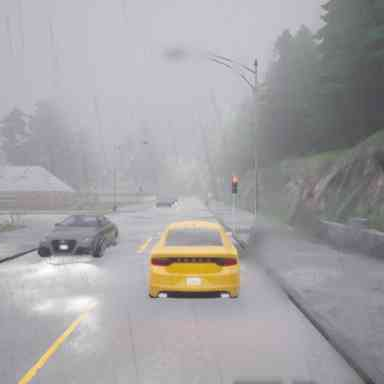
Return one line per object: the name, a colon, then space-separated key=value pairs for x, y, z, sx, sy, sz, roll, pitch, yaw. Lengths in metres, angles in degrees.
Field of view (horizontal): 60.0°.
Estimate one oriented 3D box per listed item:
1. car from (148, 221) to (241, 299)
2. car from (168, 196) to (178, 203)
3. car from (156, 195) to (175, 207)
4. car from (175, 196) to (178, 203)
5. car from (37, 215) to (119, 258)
car: x=0.059 y=1.478 z=8.532 sx=1.882 sy=1.535 sz=5.008 roll=0 pitch=0 yaw=1
car: x=-3.950 y=1.553 z=69.447 sx=1.994 sy=1.385 sz=4.181 roll=0 pitch=0 yaw=0
car: x=-4.060 y=1.351 z=49.499 sx=2.097 sy=1.767 sz=4.553 roll=0 pitch=0 yaw=0
car: x=-4.035 y=1.563 z=58.817 sx=1.994 sy=1.385 sz=4.181 roll=0 pitch=0 yaw=0
car: x=-4.089 y=1.564 z=12.591 sx=1.994 sy=1.385 sz=4.181 roll=0 pitch=0 yaw=0
